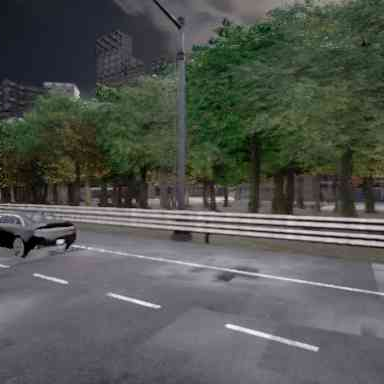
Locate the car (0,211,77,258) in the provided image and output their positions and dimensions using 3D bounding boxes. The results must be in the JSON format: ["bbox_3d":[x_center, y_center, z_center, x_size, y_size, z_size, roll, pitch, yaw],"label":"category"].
[{"bbox_3d":[-6.475,1.493,12.783,4.902,1.511,2.128,0,0,35],"label":"car"}]
